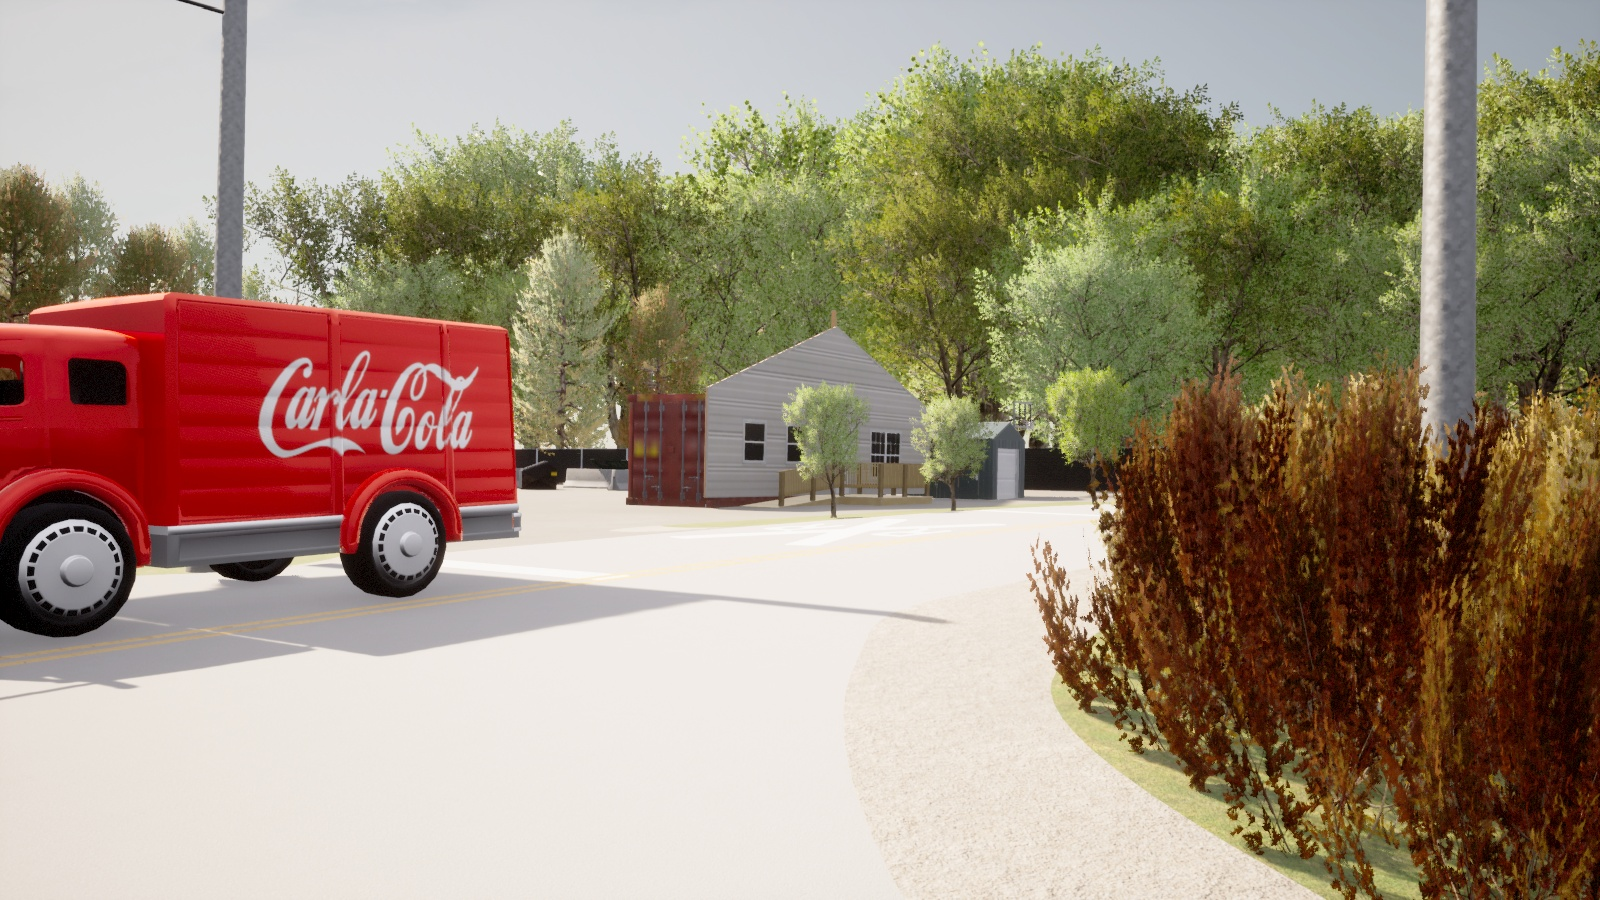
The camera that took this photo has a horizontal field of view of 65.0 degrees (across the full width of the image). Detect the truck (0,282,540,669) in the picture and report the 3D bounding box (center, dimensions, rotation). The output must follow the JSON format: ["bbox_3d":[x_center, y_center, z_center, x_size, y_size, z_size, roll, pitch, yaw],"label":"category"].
[{"bbox_3d":[-5.027,0.128,10.451,2.627,2.467,5.204,-1,1,34],"label":"truck"}]
